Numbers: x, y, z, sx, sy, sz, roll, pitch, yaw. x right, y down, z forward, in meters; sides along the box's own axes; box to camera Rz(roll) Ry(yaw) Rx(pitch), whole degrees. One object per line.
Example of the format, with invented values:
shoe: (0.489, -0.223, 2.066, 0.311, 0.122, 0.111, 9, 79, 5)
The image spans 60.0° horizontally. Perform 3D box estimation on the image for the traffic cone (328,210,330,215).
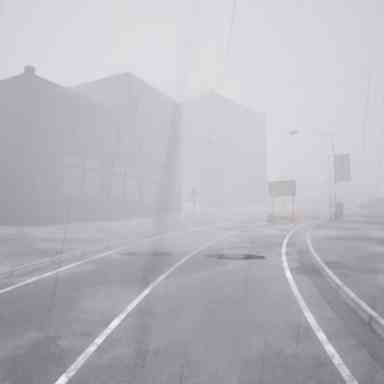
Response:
traffic cone: (15.834, 2.358, 38.512, 0.340, 0.580, 0.340, -4, -3, 36)

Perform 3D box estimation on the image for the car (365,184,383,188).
car: (44.413, -1.202, 82.320, 5.008, 1.535, 2.097, 1, -5, -7)

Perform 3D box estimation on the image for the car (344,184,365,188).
car: (38.905, -1.231, 81.648, 4.674, 1.452, 2.002, 1, -5, -6)

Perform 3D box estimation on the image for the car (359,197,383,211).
car: (28.951, 1.914, 52.756, 5.566, 2.045, 2.150, 0, -5, -28)

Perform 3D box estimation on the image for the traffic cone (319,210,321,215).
traffic cone: (15.023, 2.419, 39.090, 0.340, 0.580, 0.340, -4, -3, 36)

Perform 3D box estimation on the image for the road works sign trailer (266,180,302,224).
road works sign trailer: (7.786, 0.794, 28.245, 2.380, 3.560, 2.880, -3, -2, 37)

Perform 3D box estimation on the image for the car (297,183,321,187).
car: (27.883, -1.347, 80.653, 4.892, 1.521, 2.231, 0, -5, -5)

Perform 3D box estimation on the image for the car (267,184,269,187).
car: (16.975, -1.495, 79.794, 4.553, 1.767, 2.185, 0, -5, -5)

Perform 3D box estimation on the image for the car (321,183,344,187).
car: (33.384, -1.323, 81.101, 4.892, 1.521, 2.231, 0, -5, -5)
